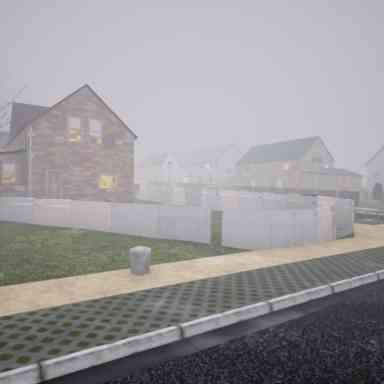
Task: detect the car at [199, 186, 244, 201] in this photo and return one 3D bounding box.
[{"bbox_3d":[3.153,0.363,32.850,1.837,1.490,4.892,1,2,-34],"label":"car"}]

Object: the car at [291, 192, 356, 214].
[{"bbox_3d":[9.186,0.842,23.992,1.882,1.535,5.008,1,2,-34],"label":"car"}]

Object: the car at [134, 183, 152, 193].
[{"bbox_3d":[-7.572,-0.541,48.706,1.837,1.490,4.892,1,2,-34],"label":"car"}]

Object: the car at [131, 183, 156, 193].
[{"bbox_3d":[-8.020,-0.715,54.467,2.033,1.411,5.357,1,2,-34],"label":"car"}]
